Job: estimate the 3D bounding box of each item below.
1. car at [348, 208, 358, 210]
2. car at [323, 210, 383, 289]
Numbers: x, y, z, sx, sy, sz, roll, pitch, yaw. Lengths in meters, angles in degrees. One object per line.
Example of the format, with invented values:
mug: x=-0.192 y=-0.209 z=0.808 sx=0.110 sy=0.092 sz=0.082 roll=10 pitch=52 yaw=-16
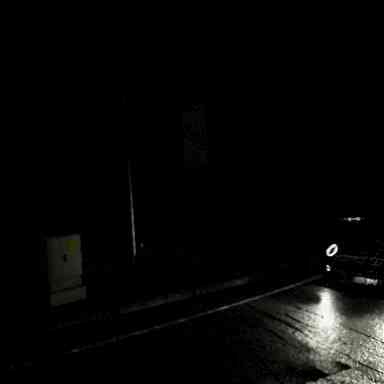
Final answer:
car: x=24.483 y=3.154 z=50.702 sx=2.033 sy=1.411 sz=5.357 roll=-2 pitch=-2 yaw=21
car: x=5.519 y=1.551 z=9.544 sx=2.097 sy=1.767 sz=4.553 roll=-1 pitch=-2 yaw=43
